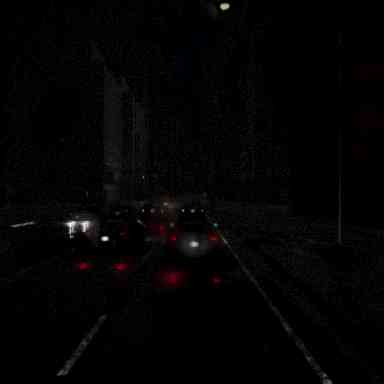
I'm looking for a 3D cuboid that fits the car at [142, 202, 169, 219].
[{"bbox_3d":[-3.176,1.610,29.122,2.097,1.767,4.553,0,0,0],"label":"car"}]

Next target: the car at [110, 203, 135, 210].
[{"bbox_3d":[-6.611,1.774,31.927,2.128,1.511,4.902,0,-1,0],"label":"car"}]

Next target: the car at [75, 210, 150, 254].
[{"bbox_3d":[-3.170,1.692,14.148,1.994,1.385,4.181,0,0,0],"label":"car"}]

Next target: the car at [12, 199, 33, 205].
[{"bbox_3d":[-36.222,2.110,70.964,4.206,1.307,1.802,0,0,0],"label":"car"}]

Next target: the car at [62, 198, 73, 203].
[{"bbox_3d":[-30.570,2.089,79.487,4.313,1.339,1.947,0,0,0],"label":"car"}]

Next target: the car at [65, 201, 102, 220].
[{"bbox_3d":[-9.863,1.823,31.229,2.033,1.411,5.357,0,-1,0],"label":"car"}]

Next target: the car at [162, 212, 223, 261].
[{"bbox_3d":[0.075,1.680,12.737,1.994,1.385,4.181,0,0,0],"label":"car"}]

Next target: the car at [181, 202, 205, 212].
[{"bbox_3d":[0.074,1.610,29.139,2.097,1.767,4.553,0,0,0],"label":"car"}]

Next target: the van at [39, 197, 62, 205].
[{"bbox_3d":[-30.572,1.899,70.961,3.998,1.788,1.690,0,0,0],"label":"van"}]
